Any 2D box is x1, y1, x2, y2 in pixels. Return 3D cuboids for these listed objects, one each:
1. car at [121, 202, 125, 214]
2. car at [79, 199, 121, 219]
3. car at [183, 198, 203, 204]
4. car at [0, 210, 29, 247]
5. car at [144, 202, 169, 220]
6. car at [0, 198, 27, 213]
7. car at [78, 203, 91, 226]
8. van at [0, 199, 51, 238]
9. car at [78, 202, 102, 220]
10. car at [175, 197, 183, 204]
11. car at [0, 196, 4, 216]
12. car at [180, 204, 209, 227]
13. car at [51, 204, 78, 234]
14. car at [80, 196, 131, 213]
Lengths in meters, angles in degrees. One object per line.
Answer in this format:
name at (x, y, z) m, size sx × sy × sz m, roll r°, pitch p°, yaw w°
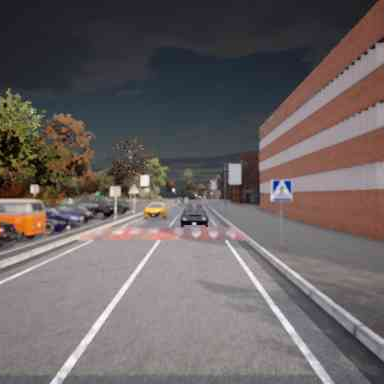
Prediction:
car at (-9.421, 1.683, 32.909) m, size 4.674 × 1.452 × 2.002 m, roll 0°, pitch 0°, yaw 0°
car at (-9.411, 1.631, 30.081) m, size 5.008 × 1.535 × 2.097 m, roll 0°, pitch 0°, yaw 0°
car at (0.302, 1.633, 41.254) m, size 2.097 × 1.767 × 4.553 m, roll 0°, pitch 0°, yaw 1°
car at (-9.371, 1.577, 13.128) m, size 4.674 × 1.452 × 2.002 m, roll 0°, pitch 0°, yaw 0°
car at (-3.231, 1.691, 30.501) m, size 1.882 × 1.535 × 5.008 m, roll 0°, pitch 0°, yaw 0°
car at (-21.948, 1.532, 38.446) m, size 4.553 × 1.767 × 2.185 m, roll 0°, pitch -1°, yaw 0°
car at (-9.398, 1.625, 21.605) m, size 4.674 × 1.452 × 2.002 m, roll 0°, pitch 0°, yaw 0°
van at (-9.498, 1.327, 15.954) m, size 4.442 × 1.987 × 1.878 m, roll 0°, pitch 0°, yaw 0°
car at (-9.400, 1.641, 24.431) m, size 4.674 × 1.452 × 2.002 m, roll 0°, pitch 0°, yaw 0°
car at (-2.678, 1.757, 71.795) m, size 1.812 × 1.442 × 4.674 m, roll 0°, pitch 0°, yaw 1°
car at (-21.968, 1.390, 32.666) m, size 5.566 × 2.045 × 2.435 m, roll 0°, pitch 0°, yaw 0°
car at (0.173, 1.779, 23.813) m, size 1.895 × 1.301 × 4.718 m, roll 0°, pitch 0°, yaw 0°
car at (-9.359, 1.599, 18.779) m, size 4.792 × 1.488 × 2.163 m, roll 0°, pitch 0°, yaw 0°
car at (-9.403, 1.404, 35.735) m, size 5.566 × 2.045 × 2.435 m, roll 0°, pitch 0°, yaw 0°
